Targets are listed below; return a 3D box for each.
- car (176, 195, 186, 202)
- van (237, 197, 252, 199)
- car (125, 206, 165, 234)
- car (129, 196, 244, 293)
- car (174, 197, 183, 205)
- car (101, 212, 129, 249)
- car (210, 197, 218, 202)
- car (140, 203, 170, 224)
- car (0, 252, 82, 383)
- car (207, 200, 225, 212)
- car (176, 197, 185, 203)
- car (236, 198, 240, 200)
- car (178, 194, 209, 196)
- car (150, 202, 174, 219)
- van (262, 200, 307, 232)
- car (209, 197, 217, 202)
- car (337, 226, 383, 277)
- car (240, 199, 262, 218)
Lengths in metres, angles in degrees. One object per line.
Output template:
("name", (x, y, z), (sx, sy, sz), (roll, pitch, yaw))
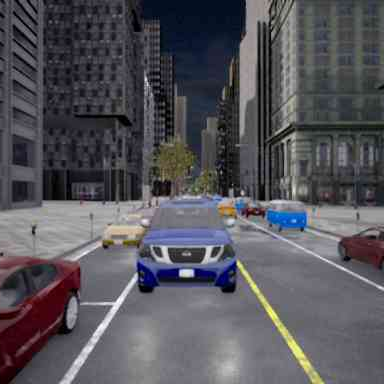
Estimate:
("car", (-2.799, 1.702, 85.683), (2.192, 1.841, 5.009), (0, 0, 0))
("van", (5.762, 1.495, 37.231), (1.690, 1.788, 3.998), (0, 0, 0))
("car", (-2.785, 1.630, 20.669), (1.887, 1.381, 4.507), (0, 0, 0))
("car", (-0.106, 1.260, 9.321), (2.150, 2.045, 5.566), (0, 0, 0))
("car", (-2.799, 1.832, 69.642), (1.752, 1.417, 4.829), (0, 0, 0))
("car", (-2.781, 1.587, 14.974), (1.752, 1.417, 4.829), (0, 0, 0))
("car", (5.725, 1.933, 86.040), (1.887, 1.381, 4.507), (0, 0, 0))
("car", (-2.788, 1.653, 26.194), (1.887, 1.381, 4.507), (0, 0, 0))
("car", (-2.774, 1.562, 4.093), (1.887, 1.381, 4.507), (0, 0, 0))
("car", (3.038, 1.742, 42.493), (1.994, 1.385, 4.181), (0, 0, 0))
("car", (-2.797, 1.905, 80.393), (1.887, 1.381, 4.507), (0, 0, 0))
("car", (3.061, 1.607, 31.317), (1.882, 1.535, 5.008), (0, 0, 1))
("car", (-0.013, 1.334, 27.358), (2.150, 2.045, 5.566), (0, 0, 0))
("car", (-2.792, 1.676, 31.720), (1.887, 1.381, 4.507), (0, 0, 0))
("van", (5.767, 1.426, 20.657), (1.690, 1.788, 3.998), (0, 0, 0))
("car", (5.722, 1.999, 91.454), (1.802, 1.307, 4.206), (0, 0, 0))
("car", (5.769, 1.621, 9.605), (1.802, 1.307, 4.206), (0, 0, 0))
("car", (5.763, 1.675, 31.705), (1.887, 1.381, 4.507), (0, 0, 0))
